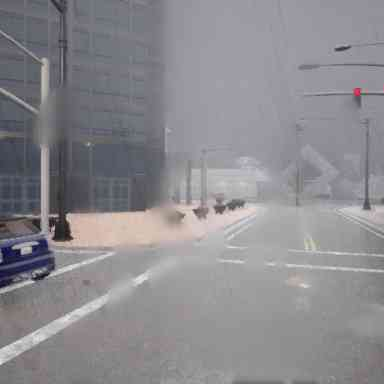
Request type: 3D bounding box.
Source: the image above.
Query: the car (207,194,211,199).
[{"bbox_3d":[5.506,1.154,93.335,4.892,1.490,1.837,0,0,-3],"label":"car"}]

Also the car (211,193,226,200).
[{"bbox_3d":[6.829,1.061,81.481,2.097,1.767,4.553,0,0,17],"label":"car"}]

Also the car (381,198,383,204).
[{"bbox_3d":[35.356,1.426,58.054,4.902,1.511,2.128,0,0,-20],"label":"car"}]

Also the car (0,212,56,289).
[{"bbox_3d":[-5.679,1.316,7.977,4.553,1.767,2.097,0,0,17],"label":"car"}]
